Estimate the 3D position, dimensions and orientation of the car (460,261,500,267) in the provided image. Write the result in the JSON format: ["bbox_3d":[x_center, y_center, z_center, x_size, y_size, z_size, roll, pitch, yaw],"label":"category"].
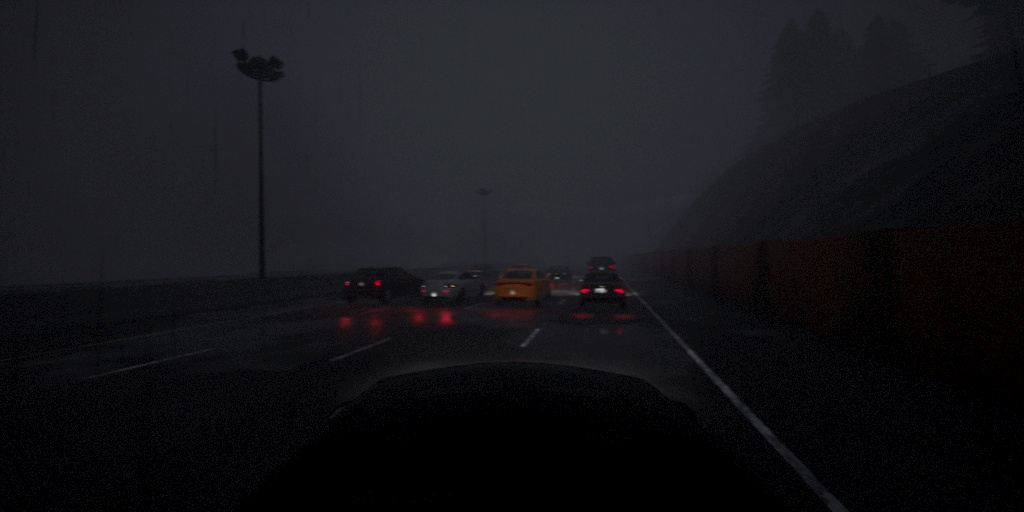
[{"bbox_3d":[-2.584,1.495,32.961,2.128,1.511,4.902,-1,0,14],"label":"car"}]

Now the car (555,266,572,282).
[{"bbox_3d":[4.163,1.492,31.091,1.895,1.301,4.718,-1,0,14],"label":"car"}]

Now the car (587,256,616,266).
[{"bbox_3d":[7.530,1.053,30.157,2.150,2.045,5.566,-1,0,14],"label":"car"}]

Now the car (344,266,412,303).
[{"bbox_3d":[-6.261,1.304,18.206,2.097,1.767,4.553,-1,-1,14],"label":"car"}]

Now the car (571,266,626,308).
[{"bbox_3d":[3.906,1.336,15.578,2.033,1.411,5.357,-1,0,14],"label":"car"}]

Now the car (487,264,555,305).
[{"bbox_3d":[0.629,1.323,16.890,1.882,1.535,5.008,-1,0,14],"label":"car"}]

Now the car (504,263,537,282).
[{"bbox_3d":[0.857,1.426,32.291,1.882,1.535,5.008,-1,0,14],"label":"car"}]

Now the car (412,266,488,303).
[{"bbox_3d":[-2.787,1.426,17.653,1.812,1.442,4.674,-1,0,14],"label":"car"}]
